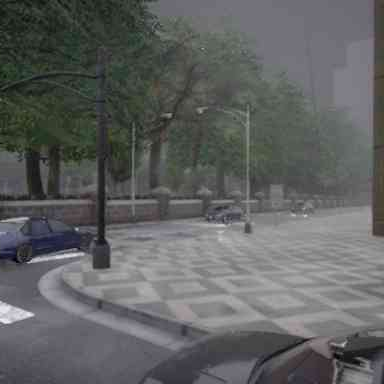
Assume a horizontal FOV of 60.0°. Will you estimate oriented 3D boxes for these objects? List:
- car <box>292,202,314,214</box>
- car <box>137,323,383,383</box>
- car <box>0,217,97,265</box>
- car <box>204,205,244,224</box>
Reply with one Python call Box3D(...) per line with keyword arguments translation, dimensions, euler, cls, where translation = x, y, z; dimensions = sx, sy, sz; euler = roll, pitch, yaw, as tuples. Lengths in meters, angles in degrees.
Box3D(translation=(16.026, 2.265, 48.064), dimensions=(2.097, 1.767, 4.553), euler=(0, -1, 35), cls="car")
Box3D(translation=(1.495, 1.553, 1.898), dimensions=(4.403, 1.369, 2.008), euler=(1, 0, 35), cls="car")
Box3D(translation=(-5.632, 1.614, 12.103), dimensions=(2.033, 1.411, 5.357), euler=(1, -1, 21), cls="car")
Box3D(translation=(2.972, 1.944, 29.640), dimensions=(1.837, 1.490, 4.892), euler=(0, -1, 35), cls="car")
